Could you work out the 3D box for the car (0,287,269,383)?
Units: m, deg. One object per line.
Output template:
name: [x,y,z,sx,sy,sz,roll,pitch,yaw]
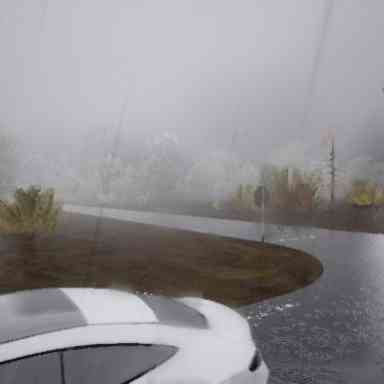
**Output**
car: [-1.476,1.530,2.202,4.674,1.442,1.812,-1,0,-35]
